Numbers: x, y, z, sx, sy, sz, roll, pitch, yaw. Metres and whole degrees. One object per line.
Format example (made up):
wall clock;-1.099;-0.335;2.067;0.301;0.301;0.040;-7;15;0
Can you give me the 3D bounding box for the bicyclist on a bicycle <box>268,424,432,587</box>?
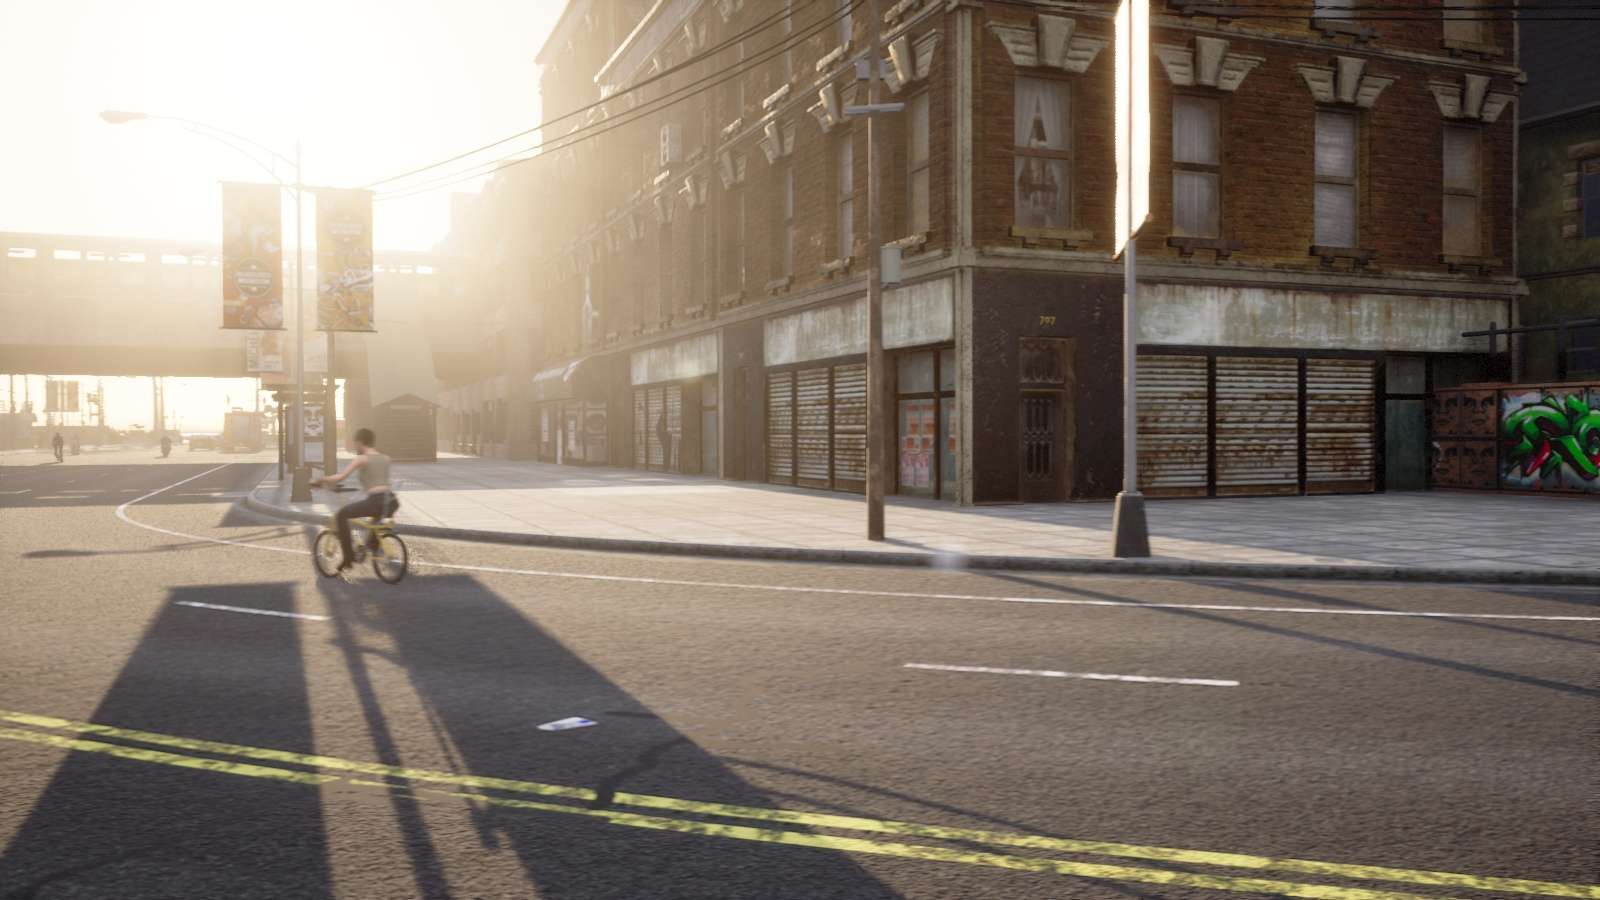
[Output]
bicyclist on a bicycle;-4.741;0.545;13.221;1.509;1.612;0.866;1;0;32
